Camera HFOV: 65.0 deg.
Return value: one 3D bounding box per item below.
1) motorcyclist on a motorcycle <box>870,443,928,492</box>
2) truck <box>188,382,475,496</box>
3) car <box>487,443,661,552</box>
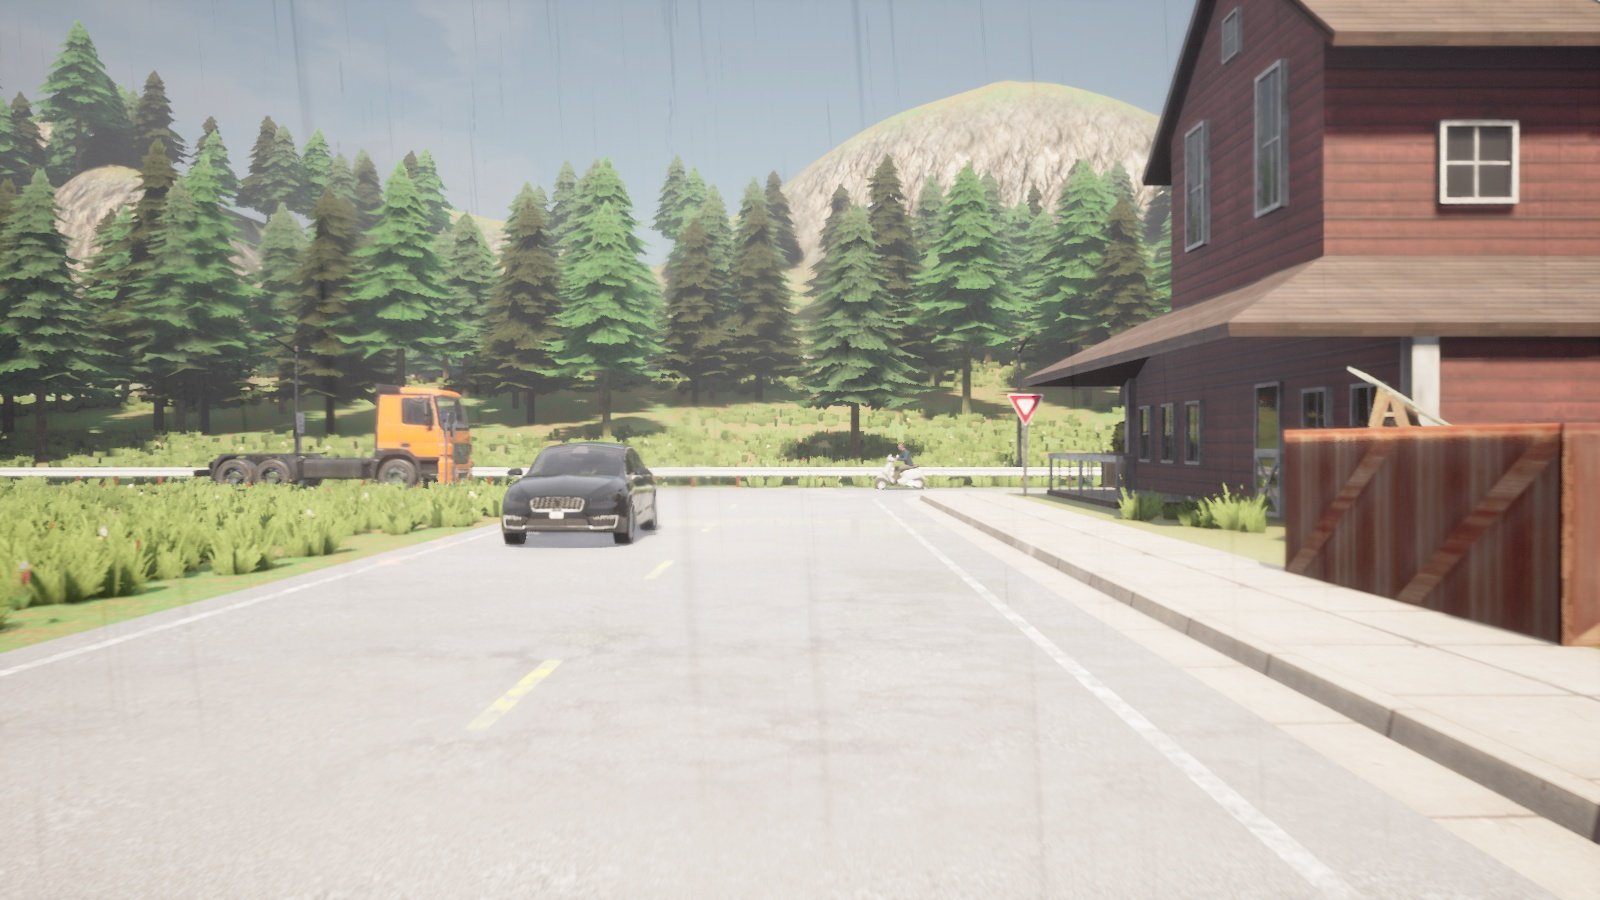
[{"bbox_3d":[3.361,0.582,42.629,1.817,1.590,0.866,0,1,-11],"label":"motorcyclist on a motorcycle"},{"bbox_3d":[-14.598,-0.329,39.558,7.936,3.462,2.891,0,0,0],"label":"truck"},{"bbox_3d":[-3.375,0.637,19.724,1.837,1.490,4.892,0,0,0],"label":"car"}]
